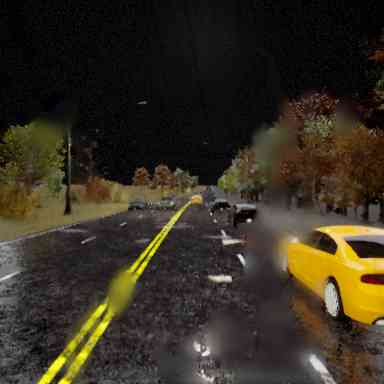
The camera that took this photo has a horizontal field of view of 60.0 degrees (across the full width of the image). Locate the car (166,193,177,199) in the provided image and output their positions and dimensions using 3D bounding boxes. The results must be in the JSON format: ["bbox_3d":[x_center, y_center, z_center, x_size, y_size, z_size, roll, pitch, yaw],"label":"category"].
[{"bbox_3d":[-4.916,0.931,79.577,2.128,1.511,4.902,0,0,2],"label":"car"}]

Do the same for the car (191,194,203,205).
[{"bbox_3d":[0.761,1.359,55.042,1.882,1.535,5.008,0,0,2],"label":"car"}]

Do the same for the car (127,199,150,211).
[{"bbox_3d":[-6.194,1.473,39.142,2.033,1.411,5.357,0,0,1],"label":"car"}]

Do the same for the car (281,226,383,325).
[{"bbox_3d":[3.373,1.470,7.216,1.882,1.535,5.008,0,0,0],"label":"car"}]

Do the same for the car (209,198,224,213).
[{"bbox_3d":[2.989,1.442,35.391,1.837,1.490,4.892,0,0,1],"label":"car"}]

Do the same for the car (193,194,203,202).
[{"bbox_3d":[1.289,1.257,71.778,2.128,1.511,4.902,0,0,2],"label":"car"}]

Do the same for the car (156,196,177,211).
[{"bbox_3d":[-2.936,1.278,39.207,2.097,1.767,4.553,0,0,1],"label":"car"}]

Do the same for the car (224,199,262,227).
[{"bbox_3d":[3.495,1.472,22.619,1.837,1.490,4.892,0,0,0],"label":"car"}]
